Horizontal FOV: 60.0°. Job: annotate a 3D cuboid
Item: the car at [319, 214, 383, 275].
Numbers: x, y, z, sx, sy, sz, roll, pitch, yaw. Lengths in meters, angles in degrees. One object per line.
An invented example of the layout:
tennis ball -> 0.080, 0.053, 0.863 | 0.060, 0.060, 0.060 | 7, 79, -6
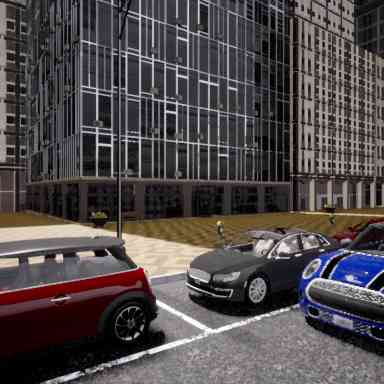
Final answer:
car -> 6.408, 1.547, 11.093 | 4.507, 1.381, 1.887 | 0, 0, -35

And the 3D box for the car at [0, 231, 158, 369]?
car -> -2.618, 1.440, 4.694 | 4.097, 1.590, 1.967 | 0, 0, -35

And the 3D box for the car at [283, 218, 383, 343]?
car -> 4.091, 1.353, 6.274 | 4.553, 1.767, 2.097 | 0, 0, -35

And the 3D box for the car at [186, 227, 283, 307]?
car -> 1.895, 1.551, 7.893 | 4.403, 1.369, 2.008 | 0, 0, -35
